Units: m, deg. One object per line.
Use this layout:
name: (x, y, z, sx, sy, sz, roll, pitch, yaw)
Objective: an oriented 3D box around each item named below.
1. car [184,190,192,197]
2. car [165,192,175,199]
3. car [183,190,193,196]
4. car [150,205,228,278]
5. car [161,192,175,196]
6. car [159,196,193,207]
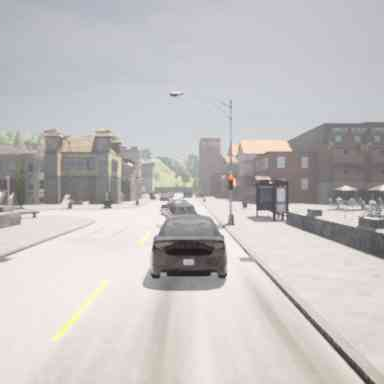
car: (-1.104, 0.324, 88.294, 2.097, 1.767, 4.553, 0, 1, -1)
car: (-4.950, 0.796, 75.952, 2.033, 1.411, 5.357, 0, 1, -1)
car: (-0.974, 0.454, 77.936, 2.150, 2.045, 5.566, 0, 1, -1)
car: (-0.075, 1.380, 9.821, 1.882, 1.535, 5.008, 0, 0, 0)
car: (-4.799, 0.956, 60.373, 2.033, 1.411, 5.357, 0, 1, 0)
car: (-1.269, 1.282, 27.058, 2.033, 1.411, 5.357, 0, 1, -18)
